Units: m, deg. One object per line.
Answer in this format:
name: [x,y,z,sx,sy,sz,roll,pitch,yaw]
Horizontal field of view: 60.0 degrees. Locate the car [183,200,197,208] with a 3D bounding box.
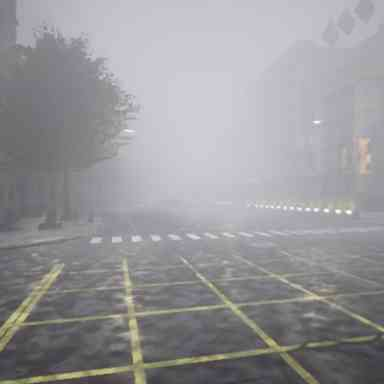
car: [-0.407,2.180,62.230,1.812,1.442,4.674,-1,-1,-13]

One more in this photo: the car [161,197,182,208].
car: [-3.805,2.040,61.385,2.097,1.767,4.553,-1,-1,-13]

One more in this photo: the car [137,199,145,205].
car: [-13.785,2.598,89.181,2.128,1.511,4.902,-1,-1,-13]

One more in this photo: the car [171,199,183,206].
car: [-3.491,2.303,75.641,1.882,1.535,5.008,-1,-1,-13]

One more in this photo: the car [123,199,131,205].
car: [-17.197,2.586,88.396,1.882,1.535,5.008,-1,-1,-13]

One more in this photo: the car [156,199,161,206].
car: [-6.891,2.336,74.809,1.882,1.535,5.008,-1,-1,-13]
